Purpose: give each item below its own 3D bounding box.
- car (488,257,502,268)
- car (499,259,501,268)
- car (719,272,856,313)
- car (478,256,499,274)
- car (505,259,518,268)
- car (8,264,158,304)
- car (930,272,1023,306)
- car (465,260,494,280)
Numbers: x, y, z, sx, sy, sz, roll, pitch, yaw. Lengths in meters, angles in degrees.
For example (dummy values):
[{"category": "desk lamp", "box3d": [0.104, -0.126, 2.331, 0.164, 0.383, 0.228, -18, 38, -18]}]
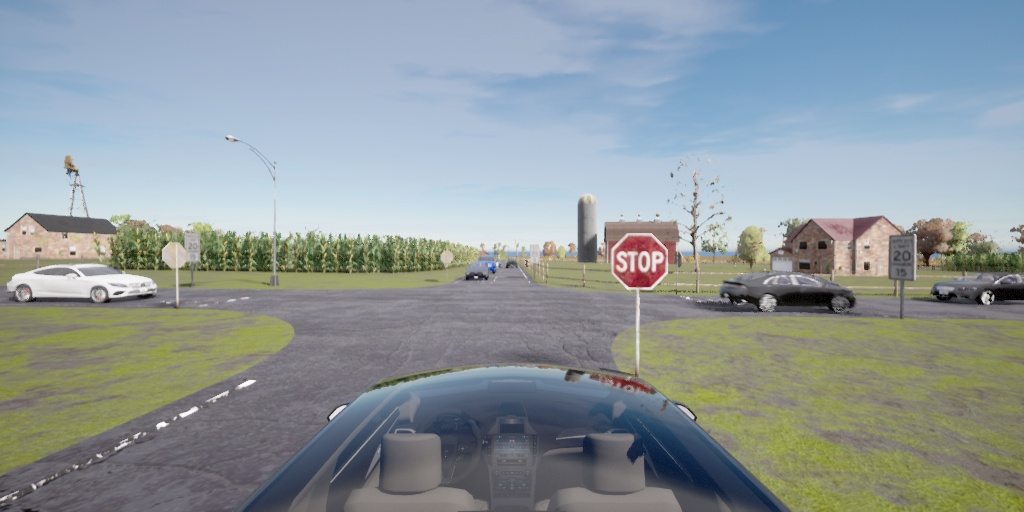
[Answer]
[{"category": "car", "box3d": [-2.899, 1.103, 61.197, 2.097, 1.767, 4.553, 0, 0, 0]}, {"category": "car", "box3d": [-2.938, 1.269, 50.903, 1.812, 1.442, 4.674, 0, 0, 0]}, {"category": "car", "box3d": [11.086, 1.427, 14.553, 4.902, 1.511, 2.128, 1, 1, -2]}, {"category": "car", "box3d": [-2.928, 0.961, 41.133, 2.150, 2.045, 5.566, 0, 0, 0]}, {"category": "car", "box3d": [-0.022, 1.252, 59.071, 1.837, 1.490, 4.892, 0, -1, 0]}, {"category": "car", "box3d": [-17.154, 1.054, 14.416, 4.674, 1.442, 1.812, 1, 1, 0]}, {"category": "car", "box3d": [23.640, 1.565, 17.600, 4.902, 1.511, 2.128, 1, 1, 0]}, {"category": "car", "box3d": [-2.888, 1.285, 30.952, 2.033, 1.411, 5.357, 0, 0, -1]}]
